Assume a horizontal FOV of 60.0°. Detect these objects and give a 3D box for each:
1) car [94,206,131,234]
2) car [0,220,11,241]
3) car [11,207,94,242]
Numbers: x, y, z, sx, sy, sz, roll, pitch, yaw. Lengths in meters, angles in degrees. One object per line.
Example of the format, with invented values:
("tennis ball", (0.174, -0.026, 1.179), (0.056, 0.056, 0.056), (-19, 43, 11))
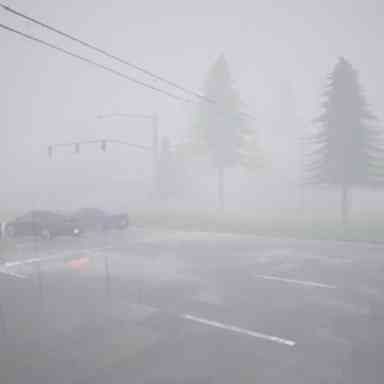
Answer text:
("car", (-6.031, 1.619, 20.287), (5.008, 1.535, 1.882), (-1, 0, 31))
("car", (-10.588, 1.624, 14.842), (5.008, 1.535, 1.882), (-1, 0, 30))
("car", (-7.613, 1.642, 17.162), (4.892, 1.490, 1.837), (-1, -1, 31))
